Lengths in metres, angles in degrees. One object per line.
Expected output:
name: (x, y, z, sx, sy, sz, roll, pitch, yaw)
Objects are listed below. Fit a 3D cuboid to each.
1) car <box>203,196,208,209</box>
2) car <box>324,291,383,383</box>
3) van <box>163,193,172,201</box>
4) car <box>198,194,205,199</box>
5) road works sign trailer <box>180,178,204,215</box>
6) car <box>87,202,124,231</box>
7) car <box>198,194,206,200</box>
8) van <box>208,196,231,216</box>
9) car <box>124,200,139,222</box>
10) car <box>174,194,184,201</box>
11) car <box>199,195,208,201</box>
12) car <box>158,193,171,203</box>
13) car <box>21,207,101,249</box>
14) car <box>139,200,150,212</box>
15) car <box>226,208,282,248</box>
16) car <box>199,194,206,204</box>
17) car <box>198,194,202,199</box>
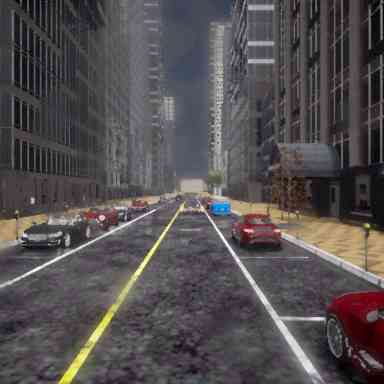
car: (2.690, 1.530, 42.852, 1.802, 1.307, 4.206, 0, 0, 0)
car: (2.689, 1.581, 3.003, 1.802, 1.307, 4.206, 0, 0, 0)
van: (-5.689, 1.224, 77.010, 1.690, 1.788, 3.998, 0, 0, 0)
car: (2.691, 1.271, 94.083, 1.967, 1.590, 4.097, 0, 0, 0)
road works sign trailer: (0.000, 0.427, 33.485, 2.380, 3.560, 2.880, 0, 0, 0)
car: (-5.691, 1.424, 20.086, 1.967, 1.590, 4.097, 0, 0, 0)
car: (2.692, 1.289, 88.391, 1.967, 1.590, 4.097, 0, 0, 0)
van: (2.690, 1.307, 31.467, 1.690, 1.788, 3.998, 0, 0, 0)
car: (-5.691, 1.525, 25.778, 2.008, 1.369, 4.403, 0, 0, 0)
car: (-3.000, 1.348, 76.635, 1.837, 1.490, 4.892, 0, 0, 0)
car: (2.691, 1.434, 77.007, 2.008, 1.369, 4.403, 0, 0, 0)
car: (-5.690, 1.461, 65.625, 2.008, 1.369, 4.403, 0, 0, 0)
car: (-5.691, 1.542, 14.393, 2.008, 1.369, 4.403, 0, 0, 0)
car: (-5.691, 1.539, 37.162, 1.802, 1.307, 4.206, 0, 0, 0)
car: (2.690, 1.573, 14.391, 1.802, 1.307, 4.206, 0, 0, 0)
car: (2.691, 1.503, 59.929, 1.802, 1.307, 4.206, 0, 0, 0)
car: (2.691, 1.449, 71.314, 2.008, 1.369, 4.403, 0, 0, 0)
